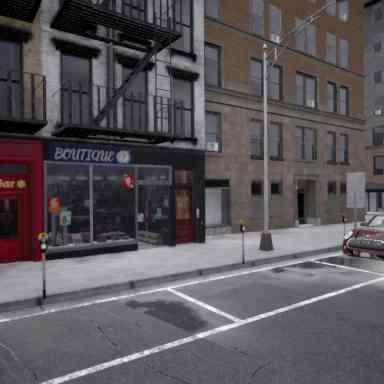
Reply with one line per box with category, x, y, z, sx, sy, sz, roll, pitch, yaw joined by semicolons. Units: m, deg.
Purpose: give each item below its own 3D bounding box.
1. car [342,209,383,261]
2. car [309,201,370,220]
car;7.036;1.441;11.586;4.097;1.590;1.967;0;-1;-36
car;13.916;1.663;31.696;1.882;1.535;5.008;-1;0;-37
